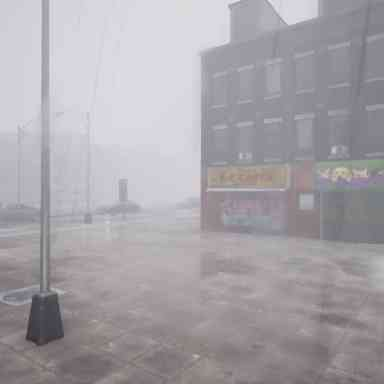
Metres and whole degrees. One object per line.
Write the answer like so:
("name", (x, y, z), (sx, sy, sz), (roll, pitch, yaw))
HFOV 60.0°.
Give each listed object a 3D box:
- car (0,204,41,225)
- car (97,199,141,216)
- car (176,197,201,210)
("car", (-12.773, 1.515, 23.502), (1.994, 1.385, 4.181), (0, 0, 36))
("car", (-6.902, 1.439, 31.815), (1.812, 1.442, 4.674), (0, 0, 35))
("car", (0.017, 1.371, 41.588), (1.837, 1.490, 4.892), (0, 2, 35))
